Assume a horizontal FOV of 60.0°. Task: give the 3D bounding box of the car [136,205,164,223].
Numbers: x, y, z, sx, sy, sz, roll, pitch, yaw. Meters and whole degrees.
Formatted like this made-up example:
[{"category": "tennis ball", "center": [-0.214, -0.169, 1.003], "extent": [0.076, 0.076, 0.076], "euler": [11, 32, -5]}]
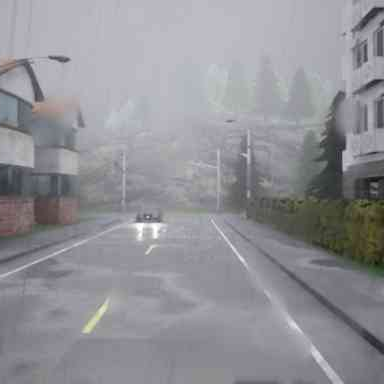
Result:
[{"category": "car", "center": [-3.506, 1.834, 28.385], "extent": [1.994, 1.385, 4.181], "euler": [0, -1, 0]}]
